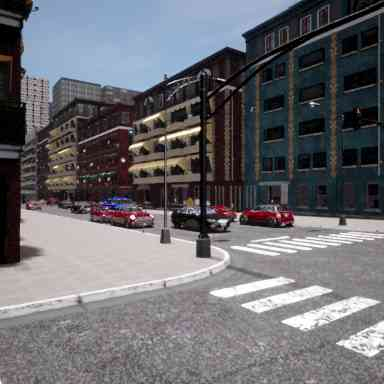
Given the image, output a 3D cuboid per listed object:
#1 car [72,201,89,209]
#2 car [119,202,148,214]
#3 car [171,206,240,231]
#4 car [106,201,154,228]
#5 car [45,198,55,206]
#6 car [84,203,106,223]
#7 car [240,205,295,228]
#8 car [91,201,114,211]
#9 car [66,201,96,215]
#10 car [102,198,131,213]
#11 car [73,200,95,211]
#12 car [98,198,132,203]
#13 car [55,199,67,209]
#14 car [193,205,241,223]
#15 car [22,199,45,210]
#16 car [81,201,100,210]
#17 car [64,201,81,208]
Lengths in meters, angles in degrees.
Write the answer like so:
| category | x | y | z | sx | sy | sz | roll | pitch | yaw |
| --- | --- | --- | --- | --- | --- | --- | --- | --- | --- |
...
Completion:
| category | x | y | z | sx | sy | sz | roll | pitch | yaw |
| --- | --- | --- | --- | --- | --- | --- | --- | --- | --- |
| car | -20.223 | 2.326 | 60.439 | 1.802 | 1.307 | 4.206 | -1 | 0 | -35 |
| car | -7.477 | 2.038 | 42.269 | 1.947 | 1.339 | 4.313 | -1 | 0 | -35 |
| car | 0.453 | 1.690 | 21.545 | 2.128 | 1.511 | 4.902 | 0 | -1 | -35 |
| car | -4.358 | 1.694 | 24.099 | 1.967 | 1.590 | 4.097 | -1 | 0 | -35 |
| car | -32.973 | 2.329 | 78.609 | 2.192 | 1.841 | 5.009 | -1 | 0 | -35 |
| car | -7.543 | 1.904 | 28.641 | 1.802 | 1.307 | 4.206 | -1 | 0 | -35 |
| car | 5.274 | 1.639 | 24.106 | 1.967 | 1.590 | 4.097 | -1 | 0 | -35 |
| car | -13.850 | 2.160 | 51.354 | 2.008 | 1.369 | 4.403 | -1 | 0 | -35 |
| car | -13.744 | 1.994 | 41.832 | 2.128 | 1.511 | 4.902 | 0 | -1 | -35 |
| car | -10.668 | 1.856 | 46.813 | 2.192 | 1.841 | 5.009 | -1 | 0 | -35 |
| car | -16.722 | 2.101 | 51.170 | 1.882 | 1.535 | 5.008 | 0 | -1 | -35 |
| car | -6.812 | 1.575 | 31.919 | 2.150 | 2.045 | 5.566 | 0 | -1 | -34 |
| car | -22.611 | 2.312 | 59.564 | 1.994 | 1.385 | 4.181 | 0 | -1 | -35 |
| car | 2.086 | 1.849 | 28.645 | 1.802 | 1.307 | 4.206 | -1 | 0 | -35 |
| car | -26.664 | 2.171 | 55.897 | 1.967 | 1.590 | 4.097 | -1 | 0 | -35 |
| car | -17.036 | 2.259 | 55.897 | 1.802 | 1.307 | 4.206 | -1 | 0 | -35 |
| car | -23.410 | 2.378 | 64.981 | 1.947 | 1.339 | 4.313 | -1 | 0 | -35 |
